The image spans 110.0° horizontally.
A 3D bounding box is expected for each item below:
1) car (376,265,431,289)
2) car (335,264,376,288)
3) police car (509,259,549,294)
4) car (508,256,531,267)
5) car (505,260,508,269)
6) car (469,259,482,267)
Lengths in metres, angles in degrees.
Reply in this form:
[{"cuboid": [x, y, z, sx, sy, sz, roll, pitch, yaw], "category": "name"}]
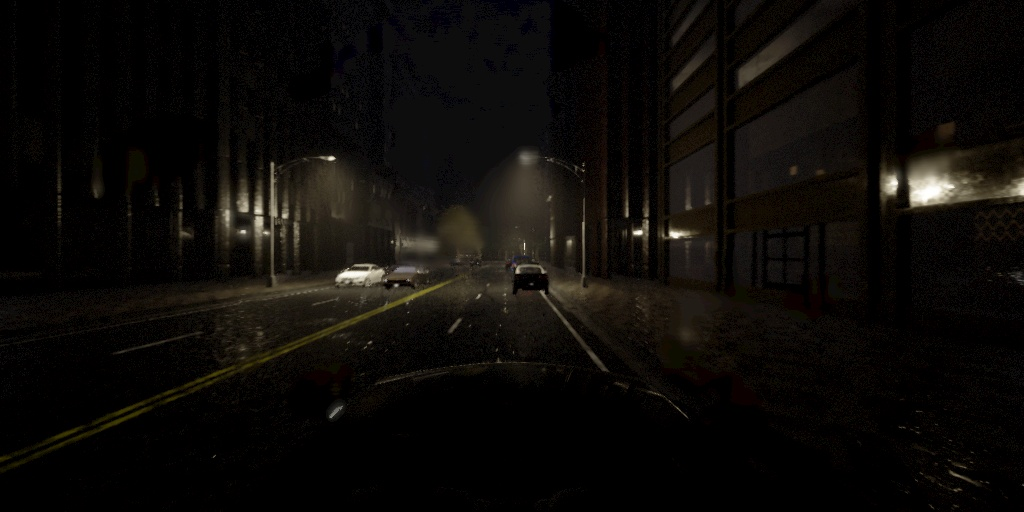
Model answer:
[{"cuboid": [-6.612, 1.297, 23.136, 2.033, 1.411, 5.357, 0, 0, 0], "category": "car"}, {"cuboid": [-9.857, 1.275, 23.769, 1.812, 1.442, 4.674, 0, 0, 0], "category": "car"}, {"cuboid": [0.960, 1.175, 20.242, 1.930, 1.638, 5.238, 0, 0, 0], "category": "police car"}, {"cuboid": [0.950, 0.974, 36.162, 2.150, 2.045, 5.566, 0, 0, 0], "category": "car"}, {"cuboid": [-0.034, 1.271, 56.221, 1.812, 1.442, 4.674, 0, 0, 0], "category": "car"}, {"cuboid": [-6.563, 1.240, 64.965, 1.837, 1.490, 4.892, 0, 0, 0], "category": "car"}]
